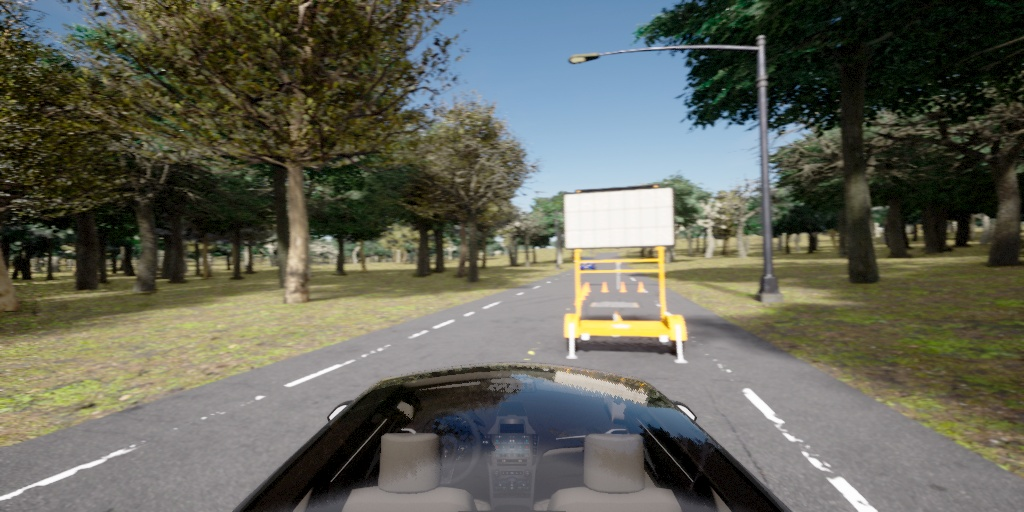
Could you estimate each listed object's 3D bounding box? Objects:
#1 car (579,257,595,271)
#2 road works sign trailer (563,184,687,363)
[{"bbox_3d":[11.107,1.223,52.922,2.150,2.045,5.566,-2,0,15],"label":"car"},{"bbox_3d":[2.487,0.225,8.250,2.380,3.560,2.880,0,0,13],"label":"road works sign trailer"}]
